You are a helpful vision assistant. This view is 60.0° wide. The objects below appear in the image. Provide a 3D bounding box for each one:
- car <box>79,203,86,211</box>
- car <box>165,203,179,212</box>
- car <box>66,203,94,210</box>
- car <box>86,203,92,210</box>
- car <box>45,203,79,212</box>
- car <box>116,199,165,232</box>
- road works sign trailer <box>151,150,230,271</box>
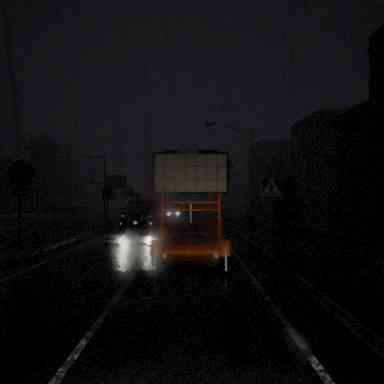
[{"bbox_3d":[-21.884,2.627,58.617,4.892,1.521,2.231,0,-1,0],"label":"car"},{"bbox_3d":[-3.188,2.735,56.863,1.895,1.301,4.718,0,-1,0],"label":"car"},{"bbox_3d":[-21.870,2.823,65.036,4.674,1.452,2.002,0,-1,0],"label":"car"},{"bbox_3d":[-21.887,2.706,61.889,5.008,1.535,2.097,0,-1,0],"label":"car"},{"bbox_3d":[-21.895,2.585,55.341,4.674,1.452,2.002,0,-1,0],"label":"car"},{"bbox_3d":[-3.349,1.512,22.517,2.150,2.045,5.566,0,-1,0],"label":"car"},{"bbox_3d":[-0.038,0.451,10.772,2.380,3.560,2.880,0,-1,0],"label":"road works sign trailer"}]
